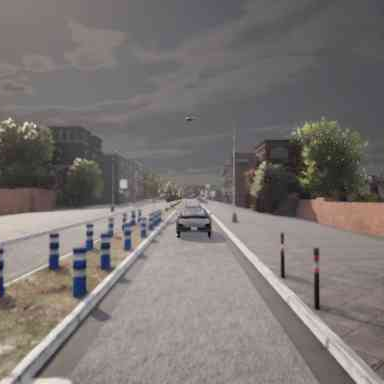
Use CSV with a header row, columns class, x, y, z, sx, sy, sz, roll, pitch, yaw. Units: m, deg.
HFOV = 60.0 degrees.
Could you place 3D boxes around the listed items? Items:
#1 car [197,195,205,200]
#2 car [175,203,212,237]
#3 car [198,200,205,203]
class,x,y,z,sx,sy,sz,roll,pitch,yaw
car,3.005,2.149,86.661,2.231,1.521,4.892,0,0,0
car,0.102,1.591,18.665,2.128,1.511,4.902,0,0,0
car,0.097,1.835,37.045,1.895,1.301,4.718,0,0,0
